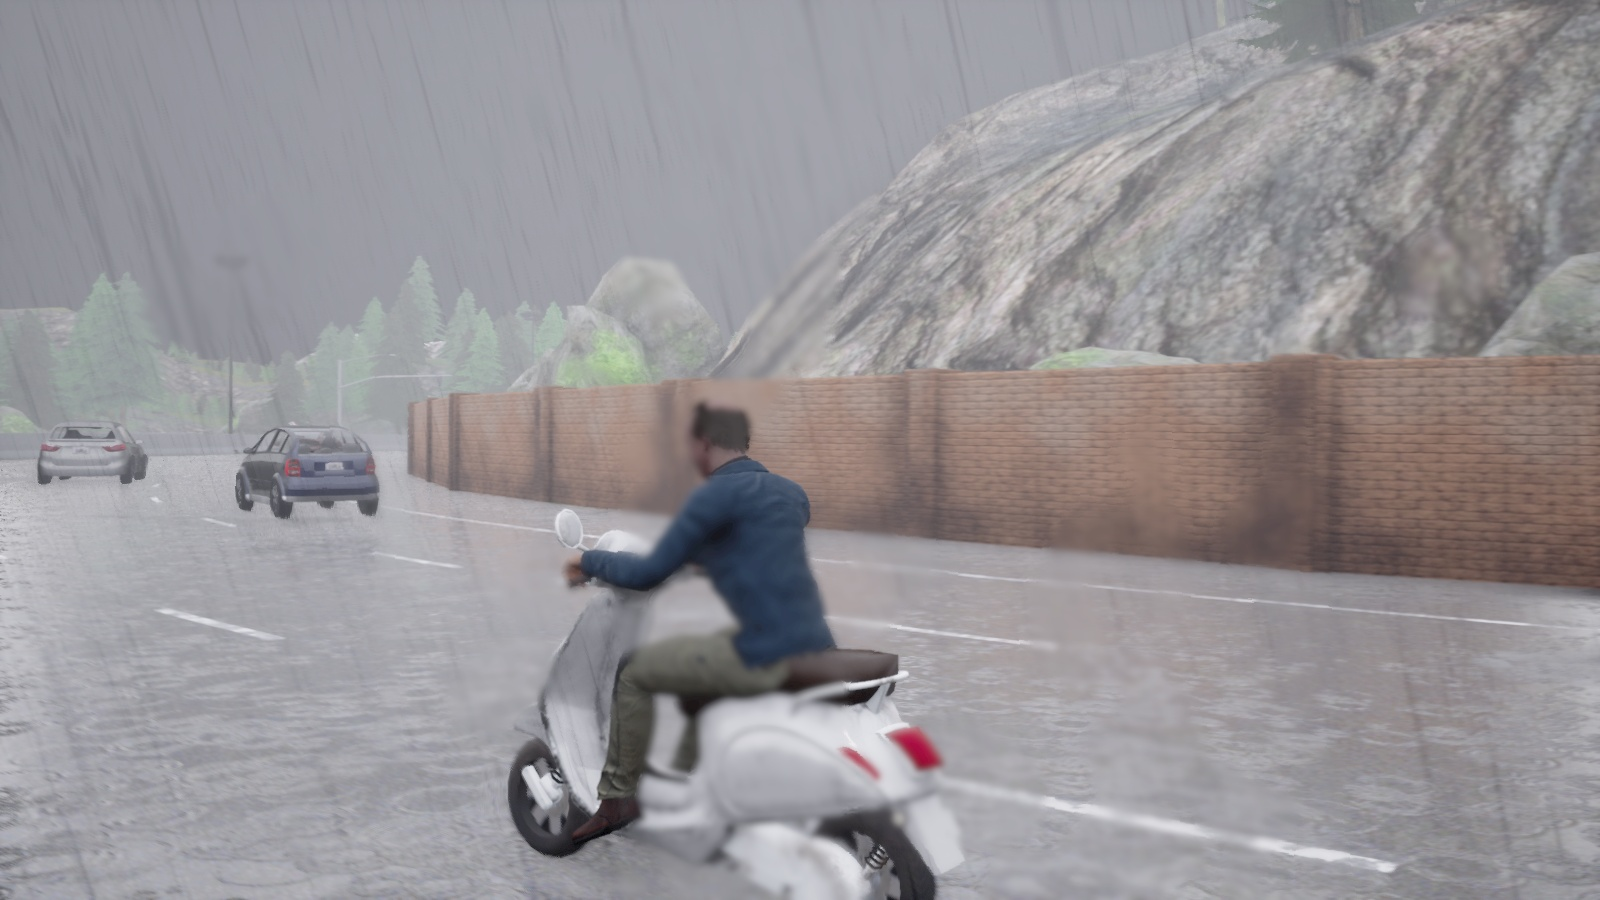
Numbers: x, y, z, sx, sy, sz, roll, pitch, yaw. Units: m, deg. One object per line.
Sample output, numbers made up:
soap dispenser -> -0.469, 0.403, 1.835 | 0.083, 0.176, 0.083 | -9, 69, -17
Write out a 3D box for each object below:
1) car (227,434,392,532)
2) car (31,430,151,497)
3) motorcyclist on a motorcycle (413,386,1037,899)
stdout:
car -> -8.762, 0.514, 22.276 | 1.789, 1.549, 3.705 | -1, 1, -37
car -> -19.308, 0.318, 34.409 | 2.242, 1.667, 4.611 | -1, 1, -22
motorcyclist on a motorcycle -> -0.282, 0.641, 3.945 | 1.817, 1.590, 0.866 | 0, 0, 36
